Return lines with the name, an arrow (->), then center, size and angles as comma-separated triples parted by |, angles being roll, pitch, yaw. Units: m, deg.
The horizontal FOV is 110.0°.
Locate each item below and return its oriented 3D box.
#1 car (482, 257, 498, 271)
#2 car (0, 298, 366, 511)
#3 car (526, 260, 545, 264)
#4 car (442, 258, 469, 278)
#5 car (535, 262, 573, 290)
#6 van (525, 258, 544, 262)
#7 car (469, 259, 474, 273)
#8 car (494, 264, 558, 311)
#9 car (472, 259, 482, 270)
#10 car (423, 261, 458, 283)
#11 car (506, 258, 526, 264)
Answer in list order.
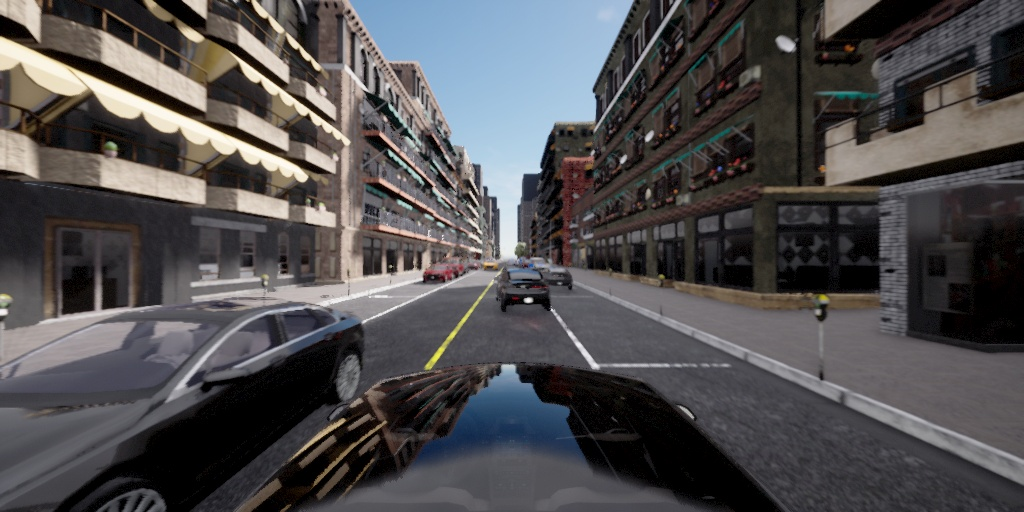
car -> -3.011, 1.247, 51.192 | 1.882, 1.535, 5.008 | 0, 0, 0
car -> -3.100, 1.241, 3.455 | 2.128, 1.511, 4.902 | 0, 0, 0
car -> 2.688, 1.303, 33.628 | 2.007, 1.370, 4.403 | 0, 0, 0
car -> -5.693, 1.067, 33.628 | 2.192, 1.841, 5.009 | 0, 0, 0
car -> 2.689, 1.299, 22.298 | 2.007, 1.370, 4.403 | 0, 0, 0
van -> 2.687, 1.097, 39.290 | 1.690, 1.789, 3.998 | 0, 0, 0
car -> -5.693, 1.322, 39.290 | 1.948, 1.339, 4.313 | 0, 0, 0
car -> 0.365, 1.253, 14.556 | 1.837, 1.490, 4.892 | 0, 0, -5
car -> -5.695, 1.207, 50.619 | 1.967, 1.591, 4.097 | 0, 0, 0
car -> -5.692, 1.295, 27.963 | 1.888, 1.381, 4.507 | 0, 0, 0
car -> 0.096, 1.248, 39.230 | 2.128, 1.511, 4.902 | 0, 0, 0
